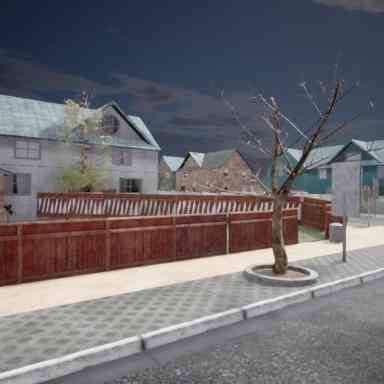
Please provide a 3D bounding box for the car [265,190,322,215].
[{"bbox_3d":[7.809,0.880,25.187,2.150,2.045,5.566,1,1,-36],"label":"car"}]
